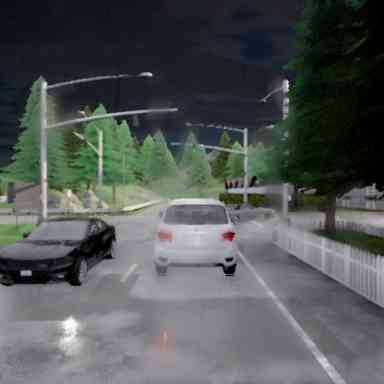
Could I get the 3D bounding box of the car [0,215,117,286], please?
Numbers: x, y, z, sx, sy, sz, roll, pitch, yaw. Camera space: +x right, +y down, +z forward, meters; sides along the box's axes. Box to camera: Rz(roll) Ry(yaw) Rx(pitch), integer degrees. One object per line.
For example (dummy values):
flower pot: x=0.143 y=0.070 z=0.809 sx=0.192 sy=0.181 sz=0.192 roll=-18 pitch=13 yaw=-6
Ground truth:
car: x=-3.545 y=1.480 z=9.643 sx=1.882 sy=1.535 sz=5.008 roll=0 pitch=0 yaw=0

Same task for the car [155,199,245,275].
car: x=0.094 y=1.226 z=10.624 sx=2.150 sy=2.045 sz=5.566 roll=0 pitch=0 yaw=0

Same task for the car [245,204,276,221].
car: x=3.668 y=1.476 z=23.516 sx=4.718 sy=1.301 sz=1.895 roll=-2 pitch=0 yaw=-30
